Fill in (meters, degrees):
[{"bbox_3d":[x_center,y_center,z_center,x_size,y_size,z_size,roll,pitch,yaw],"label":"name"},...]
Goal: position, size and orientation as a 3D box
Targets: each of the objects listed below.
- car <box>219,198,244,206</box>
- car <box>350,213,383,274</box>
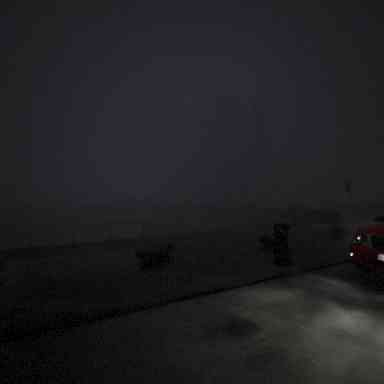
[{"bbox_3d":[5.165,1.489,41.690,2.033,1.411,5.357,0,0,-35],"label":"car"},{"bbox_3d":[6.786,1.203,9.409,5.566,2.045,2.150,0,0,-35],"label":"car"}]
